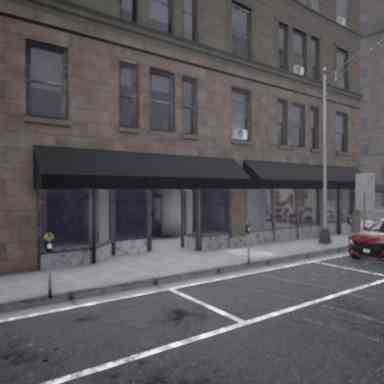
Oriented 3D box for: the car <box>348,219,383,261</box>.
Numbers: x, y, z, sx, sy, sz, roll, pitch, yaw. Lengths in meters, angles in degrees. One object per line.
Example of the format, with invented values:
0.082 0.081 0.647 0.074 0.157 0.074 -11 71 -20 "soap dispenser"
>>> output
7.292 1.610 11.712 4.507 1.381 1.887 0 -1 -35 "car"
